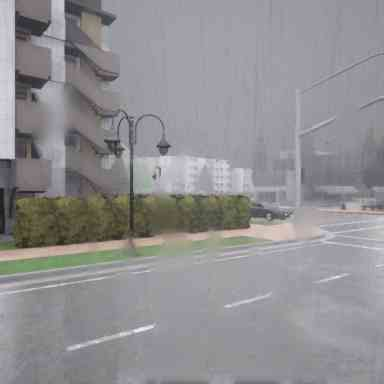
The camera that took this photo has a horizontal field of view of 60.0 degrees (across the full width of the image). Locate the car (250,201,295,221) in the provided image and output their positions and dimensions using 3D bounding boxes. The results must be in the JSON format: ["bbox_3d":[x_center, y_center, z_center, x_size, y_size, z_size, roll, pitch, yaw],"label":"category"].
[{"bbox_3d":[5.702,1.505,27.226,1.837,1.490,4.892,0,0,-38],"label":"car"}]

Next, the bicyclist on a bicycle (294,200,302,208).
[{"bbox_3d":[13.295,1.301,41.601,1.656,1.620,0.582,0,0,-39],"label":"bicyclist on a bicycle"}]

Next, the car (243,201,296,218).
[{"bbox_3d":[7.143,1.601,31.038,1.895,1.301,4.718,0,0,-38],"label":"car"}]
